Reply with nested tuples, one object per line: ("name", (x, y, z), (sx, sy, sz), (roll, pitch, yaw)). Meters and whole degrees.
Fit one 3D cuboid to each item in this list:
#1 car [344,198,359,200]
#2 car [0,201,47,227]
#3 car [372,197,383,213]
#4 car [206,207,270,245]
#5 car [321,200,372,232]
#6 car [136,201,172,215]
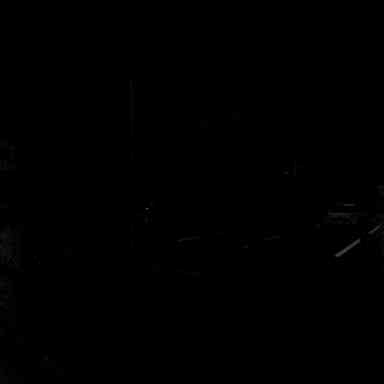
("car", (17.312, 1.405, 36.255), (2.007, 1.523, 4.514), (-1, 0, 35))
("car", (-12.996, 1.545, 23.938), (2.097, 1.767, 4.553), (-1, 0, 35))
("car", (19.897, 1.373, 34.477), (2.152, 1.636, 5.027), (-1, 0, 35))
("car", (2.210, 1.439, 15.049), (1.845, 1.501, 3.633), (-1, 0, 35))
("car", (8.944, 1.428, 19.362), (1.970, 1.475, 3.806), (-1, 0, 35))
("car", (-4.135, 1.719, 36.615), (1.812, 1.442, 4.674), (-1, 0, 35))
